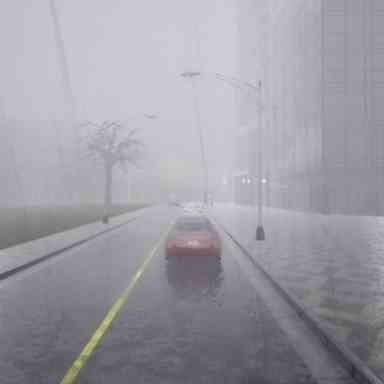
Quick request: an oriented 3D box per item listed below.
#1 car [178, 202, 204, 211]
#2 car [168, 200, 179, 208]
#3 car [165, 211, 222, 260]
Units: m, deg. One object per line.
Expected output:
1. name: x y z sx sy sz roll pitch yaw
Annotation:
1. car: 0.059 1.693 28.248 1.812 1.442 4.674 0 0 0
2. car: -3.044 2.032 57.022 1.895 1.301 4.718 0 -1 1
3. car: 0.053 1.641 12.822 1.994 1.385 4.181 0 0 0
